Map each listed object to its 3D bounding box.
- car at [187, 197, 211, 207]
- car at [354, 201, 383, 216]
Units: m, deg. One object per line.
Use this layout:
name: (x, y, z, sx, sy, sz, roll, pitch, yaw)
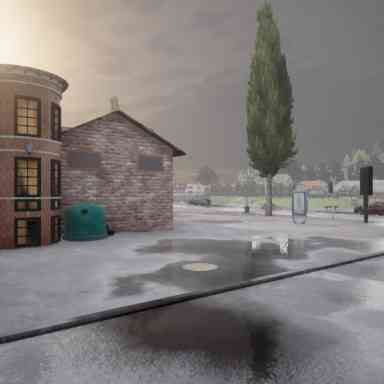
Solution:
car: (1.018, 1.490, 52.467, 2.128, 1.511, 4.902, 0, 0, -36)
car: (17.065, 1.524, 29.945, 1.812, 1.442, 4.674, 0, 0, -36)
